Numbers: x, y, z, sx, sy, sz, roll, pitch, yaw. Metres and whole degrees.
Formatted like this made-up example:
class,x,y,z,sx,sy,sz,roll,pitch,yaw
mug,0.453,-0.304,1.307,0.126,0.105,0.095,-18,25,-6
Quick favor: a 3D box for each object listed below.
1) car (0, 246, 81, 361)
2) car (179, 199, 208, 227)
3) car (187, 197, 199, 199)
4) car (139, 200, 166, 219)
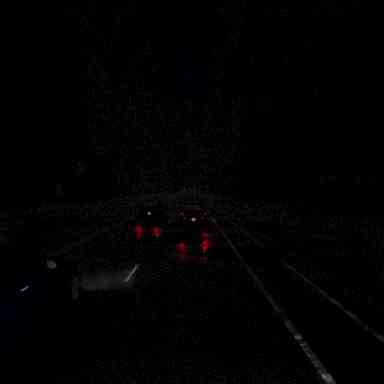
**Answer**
class,x,y,z,sx,sy,sz,roll,pitch,yaw
car,-3.154,1.499,4.830,1.812,1.442,4.674,0,0,0
car,0.096,1.415,21.914,1.812,1.442,4.674,0,0,0
car,0.087,1.291,39.415,2.128,1.511,4.902,0,0,0
car,-3.158,1.390,26.932,1.812,1.442,4.674,0,0,0
